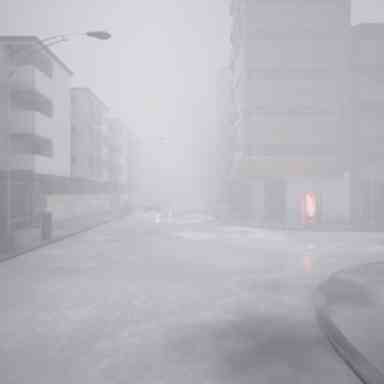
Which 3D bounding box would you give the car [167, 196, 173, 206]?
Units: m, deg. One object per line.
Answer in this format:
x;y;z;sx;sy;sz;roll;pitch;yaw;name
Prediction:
-4.015;1.413;52.240;1.837;1.490;4.892;0;0;0;car

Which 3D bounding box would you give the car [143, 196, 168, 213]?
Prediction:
-4.070;1.484;35.866;2.033;1.411;5.357;0;0;0;car
